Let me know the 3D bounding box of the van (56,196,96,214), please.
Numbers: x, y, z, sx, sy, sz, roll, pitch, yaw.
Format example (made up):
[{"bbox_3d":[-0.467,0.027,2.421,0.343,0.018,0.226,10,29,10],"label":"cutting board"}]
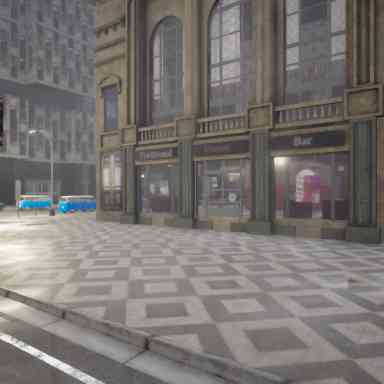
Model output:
[{"bbox_3d":[-11.606,1.282,34.129,1.690,1.788,3.998,0,0,36],"label":"van"}]

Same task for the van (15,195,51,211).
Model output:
[{"bbox_3d":[-18.537,1.292,39.092,1.690,1.788,3.998,0,0,36],"label":"van"}]

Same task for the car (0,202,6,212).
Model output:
[{"bbox_3d":[-21.809,1.513,34.525,2.008,1.369,4.403,0,0,36],"label":"car"}]

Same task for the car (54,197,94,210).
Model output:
[{"bbox_3d":[-15.364,1.466,43.521,1.752,1.417,4.829,0,0,36],"label":"car"}]
